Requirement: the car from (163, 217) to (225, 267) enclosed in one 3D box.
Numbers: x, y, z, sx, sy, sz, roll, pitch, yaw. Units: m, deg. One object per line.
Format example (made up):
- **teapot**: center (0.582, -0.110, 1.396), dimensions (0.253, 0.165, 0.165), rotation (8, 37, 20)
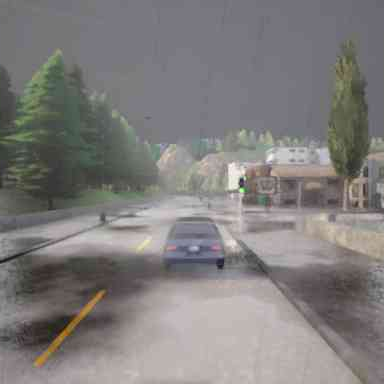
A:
- **car**: center (0.074, 1.554, 11.340), dimensions (2.033, 1.411, 5.357), rotation (0, 0, 0)
